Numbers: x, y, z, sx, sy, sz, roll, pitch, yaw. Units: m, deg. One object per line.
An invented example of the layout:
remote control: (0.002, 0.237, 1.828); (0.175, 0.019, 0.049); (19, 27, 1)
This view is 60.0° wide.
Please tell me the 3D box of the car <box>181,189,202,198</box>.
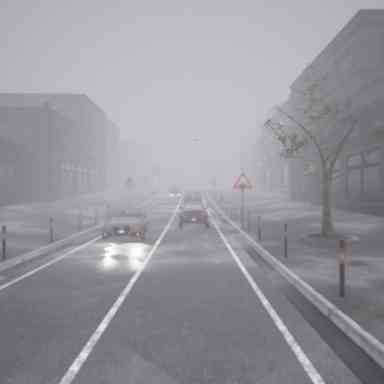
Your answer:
car: (0.109, 0.574, 39.109); (2.097, 1.767, 4.553); (0, 3, 0)

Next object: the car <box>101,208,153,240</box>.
car: (-3.096, 1.516, 16.585); (1.994, 1.385, 4.181); (0, 1, 0)

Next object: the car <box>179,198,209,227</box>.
car: (0.103, 1.387, 21.619); (1.812, 1.442, 4.674); (0, 1, 0)

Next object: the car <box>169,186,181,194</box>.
car: (-2.931, -0.383, 59.618); (1.994, 1.385, 4.181); (0, 3, 2)
